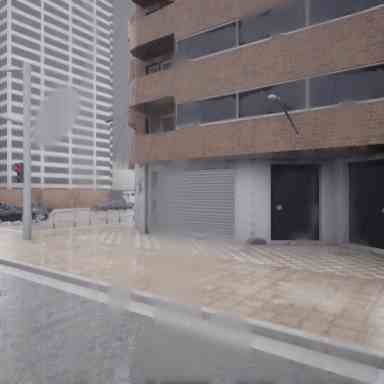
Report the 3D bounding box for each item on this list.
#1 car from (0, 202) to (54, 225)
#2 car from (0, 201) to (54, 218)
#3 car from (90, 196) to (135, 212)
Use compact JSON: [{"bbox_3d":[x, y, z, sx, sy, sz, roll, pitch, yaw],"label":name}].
[{"bbox_3d":[-12.483,1.490,23.171,2.128,1.511,4.902,0,0,38],"label":"car"},{"bbox_3d":[-15.559,1.599,30.977,1.895,1.301,4.718,0,0,36],"label":"car"},{"bbox_3d":[-9.403,1.546,39.434,2.033,1.411,5.357,0,0,36],"label":"car"}]
